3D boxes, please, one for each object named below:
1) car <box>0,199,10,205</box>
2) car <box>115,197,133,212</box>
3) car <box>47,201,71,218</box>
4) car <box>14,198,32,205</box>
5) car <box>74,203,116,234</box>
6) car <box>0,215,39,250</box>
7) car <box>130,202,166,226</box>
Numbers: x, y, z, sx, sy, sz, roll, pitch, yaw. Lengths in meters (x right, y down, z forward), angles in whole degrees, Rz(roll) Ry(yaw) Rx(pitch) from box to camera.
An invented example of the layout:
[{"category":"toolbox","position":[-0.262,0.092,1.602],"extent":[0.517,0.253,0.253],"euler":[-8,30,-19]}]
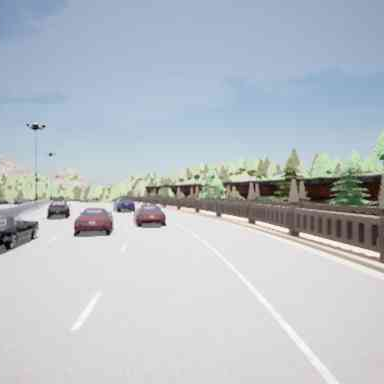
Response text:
[{"category":"car","position":[-44.350,2.379,78.457],"extent":[1.994,1.385,4.181],"euler":[0,-3,-20]},{"category":"car","position":[-8.230,1.438,40.389],"extent":[2.097,1.767,4.553],"euler":[0,0,-19]},{"category":"car","position":[-12.663,1.600,31.807],"extent":[2.128,1.511,4.902],"euler":[0,0,-18]},{"category":"car","position":[-30.683,1.818,61.206],"extent":[2.033,1.411,5.357],"euler":[0,0,-20]},{"category":"car","position":[-5.699,1.614,19.623],"extent":[1.994,1.385,4.181],"euler":[0,0,-11]},{"category":"car","position":[-8.251,1.658,14.506],"extent":[1.895,1.301,4.718],"euler":[0,0,-9]},{"category":"car","position":[-3.105,1.602,23.910],"extent":[1.994,1.385,4.181],"euler":[0,0,-14]}]
